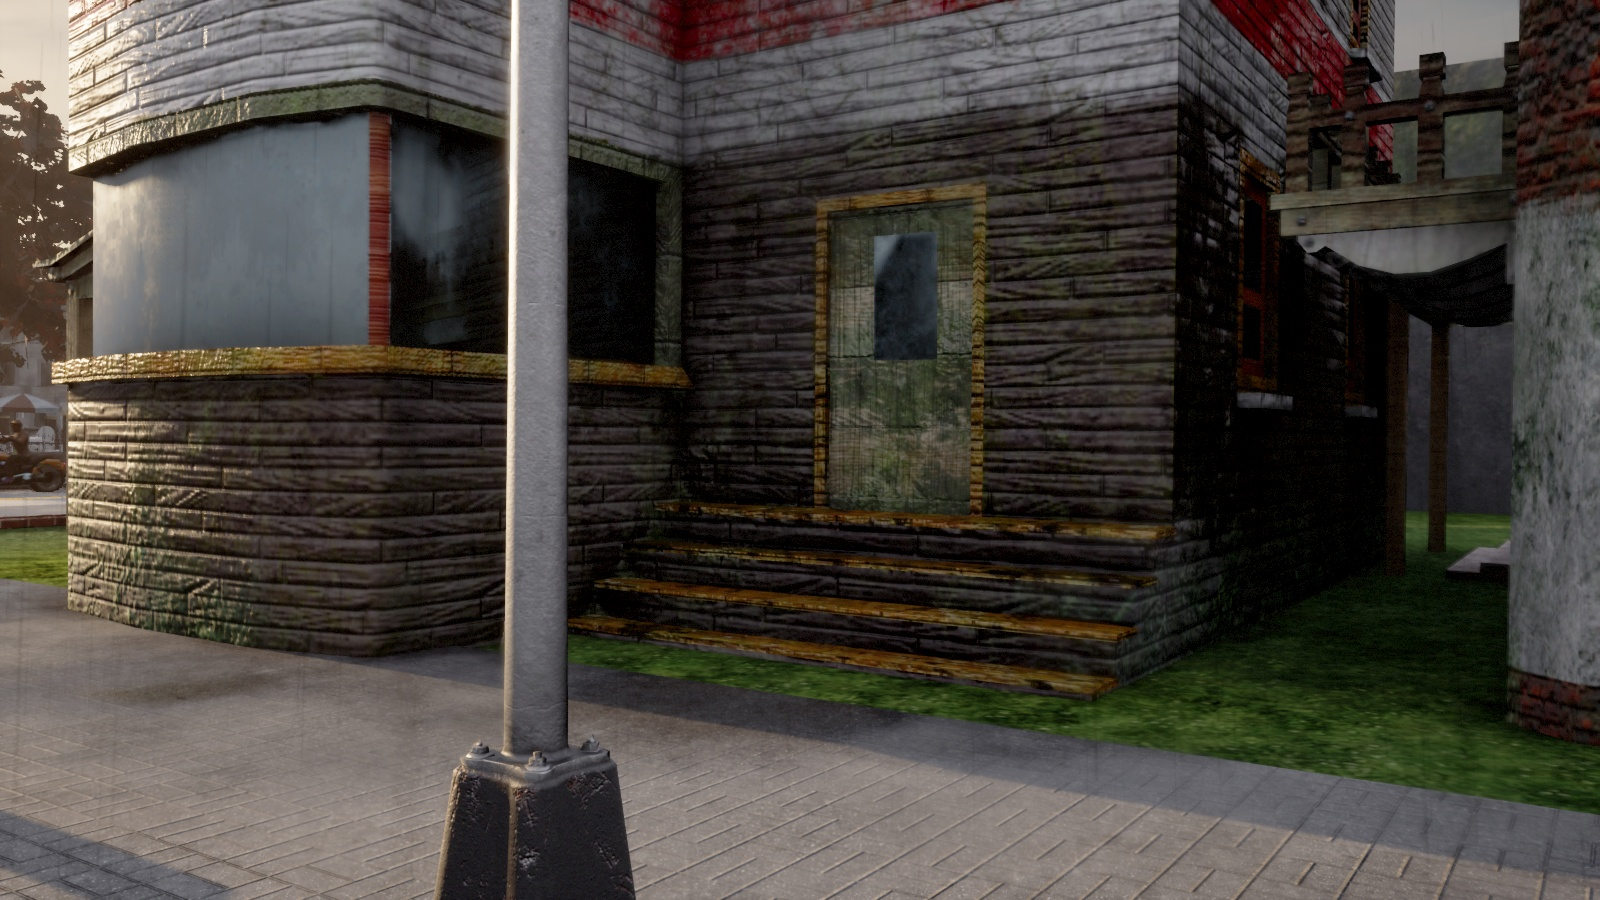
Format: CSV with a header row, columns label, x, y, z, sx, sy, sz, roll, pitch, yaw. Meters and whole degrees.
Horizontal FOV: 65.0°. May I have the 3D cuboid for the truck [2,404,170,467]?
label,x,y,z,sx,sy,sz,roll,pitch,yaw
truck,-41.104,-0.870,72.621,2.891,3.462,7.936,0,1,33

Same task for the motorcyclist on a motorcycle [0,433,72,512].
label,x,y,z,sx,sy,sz,roll,pitch,yaw
motorcyclist on a motorcycle,-17.060,0.468,26.943,0.766,1.649,2.350,0,1,34
